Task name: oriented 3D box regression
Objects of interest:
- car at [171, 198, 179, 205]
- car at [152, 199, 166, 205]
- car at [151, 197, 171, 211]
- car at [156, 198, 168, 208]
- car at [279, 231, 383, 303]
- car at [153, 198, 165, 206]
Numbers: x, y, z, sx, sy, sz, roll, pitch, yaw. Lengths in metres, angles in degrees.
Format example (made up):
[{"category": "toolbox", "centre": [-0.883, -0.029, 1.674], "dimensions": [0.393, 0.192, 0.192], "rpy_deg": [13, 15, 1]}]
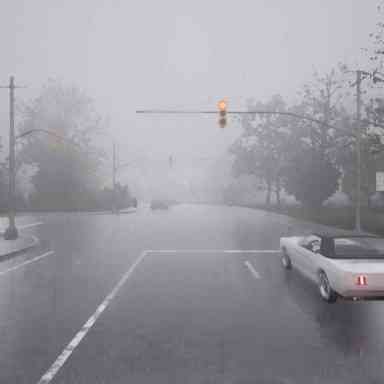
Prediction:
[{"category": "car", "centre": [-4.773, 2.233, 73.125], "dimensions": [1.895, 1.301, 4.718], "rpy_deg": [0, -1, -16]}, {"category": "car", "centre": [-8.238, 2.461, 83.113], "dimensions": [1.895, 1.301, 4.718], "rpy_deg": [0, -1, -25]}, {"category": "car", "centre": [-3.980, 1.408, 41.521], "dimensions": [2.097, 1.767, 4.553], "rpy_deg": [0, 0, -3]}, {"category": "car", "centre": [-4.812, 1.720, 53.043], "dimensions": [1.837, 1.490, 4.892], "rpy_deg": [0, -1, -7]}, {"category": "car", "centre": [3.598, 1.601, 8.170], "dimensions": [1.895, 1.301, 4.718], "rpy_deg": [0, 0, 0]}, {"category": "car", "centre": [-6.284, 1.914, 63.488], "dimensions": [1.882, 1.535, 5.008], "rpy_deg": [0, -1, -10]}]
